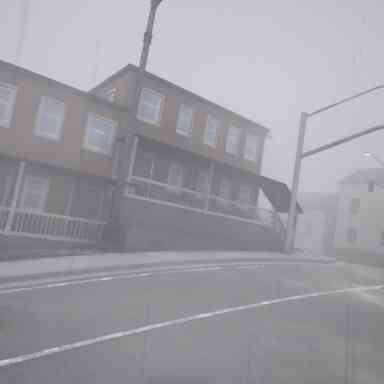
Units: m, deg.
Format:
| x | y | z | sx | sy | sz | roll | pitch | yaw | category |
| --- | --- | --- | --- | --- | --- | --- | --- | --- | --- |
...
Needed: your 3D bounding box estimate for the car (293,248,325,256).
| x | y | z | sx | sy | sz | roll | pitch | yaw | category |
| --- | --- | --- | --- | --- | --- | --- | --- | --- | --- |
| 9.655 | 5.686 | 29.286 | 1.812 | 1.442 | 4.674 | 13 | -16 | -34 | car |
